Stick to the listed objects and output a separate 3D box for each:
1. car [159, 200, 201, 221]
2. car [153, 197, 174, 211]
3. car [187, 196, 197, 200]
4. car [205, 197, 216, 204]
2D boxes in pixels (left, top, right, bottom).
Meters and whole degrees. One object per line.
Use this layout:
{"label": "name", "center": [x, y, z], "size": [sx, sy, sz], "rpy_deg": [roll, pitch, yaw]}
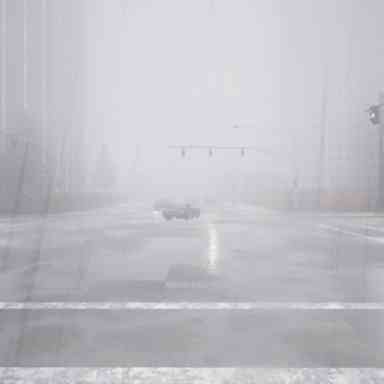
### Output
{"label": "car", "center": [-0.693, 1.598, 26.835], "size": [1.895, 1.301, 4.718], "rpy_deg": [0, 0, 17]}
{"label": "car", "center": [-3.577, 1.559, 40.754], "size": [1.994, 1.385, 4.181], "rpy_deg": [0, 0, 0]}
{"label": "car", "center": [0.035, 1.557, 64.951], "size": [1.994, 1.385, 4.181], "rpy_deg": [0, 0, 0]}
{"label": "car", "center": [3.535, 1.594, 64.979], "size": [1.895, 1.301, 4.718], "rpy_deg": [0, 0, 0]}
